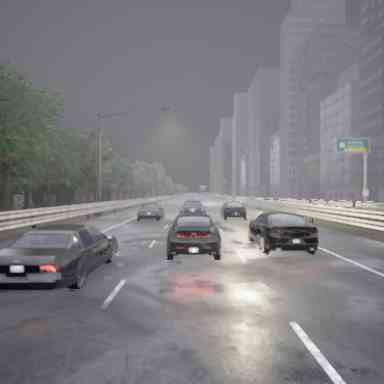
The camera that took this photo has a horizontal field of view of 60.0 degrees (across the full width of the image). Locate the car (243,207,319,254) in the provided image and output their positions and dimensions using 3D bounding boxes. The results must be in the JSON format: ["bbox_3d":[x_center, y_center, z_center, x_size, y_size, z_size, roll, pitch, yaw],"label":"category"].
[{"bbox_3d":[3.576,1.534,13.817,1.882,1.535,5.008,0,0,0],"label":"car"}]

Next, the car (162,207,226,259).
[{"bbox_3d":[0.070,1.557,12.761,1.837,1.490,4.892,0,0,0],"label":"car"}]

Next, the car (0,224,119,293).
[{"bbox_3d":[-3.455,1.583,9.109,2.033,1.411,5.357,0,0,0],"label":"car"}]

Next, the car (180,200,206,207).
[{"bbox_3d":[0.067,1.467,27.520,2.097,1.767,4.553,0,0,0],"label":"car"}]

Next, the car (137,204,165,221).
[{"bbox_3d":[-3.428,1.684,28.454,1.994,1.385,4.181,0,0,0],"label":"car"}]

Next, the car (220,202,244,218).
[{"bbox_3d":[3.575,1.602,29.303,1.882,1.535,5.008,0,0,0],"label":"car"}]
